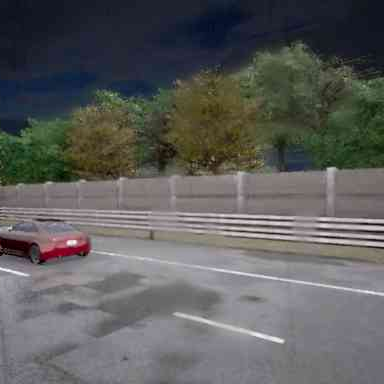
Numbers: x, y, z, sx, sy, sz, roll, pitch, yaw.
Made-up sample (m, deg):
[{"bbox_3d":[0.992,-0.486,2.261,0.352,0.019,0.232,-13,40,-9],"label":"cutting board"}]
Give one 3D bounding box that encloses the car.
[{"bbox_3d":[-5.634,1.674,12.264,4.181,1.385,1.994,-1,0,36],"label":"car"}]
